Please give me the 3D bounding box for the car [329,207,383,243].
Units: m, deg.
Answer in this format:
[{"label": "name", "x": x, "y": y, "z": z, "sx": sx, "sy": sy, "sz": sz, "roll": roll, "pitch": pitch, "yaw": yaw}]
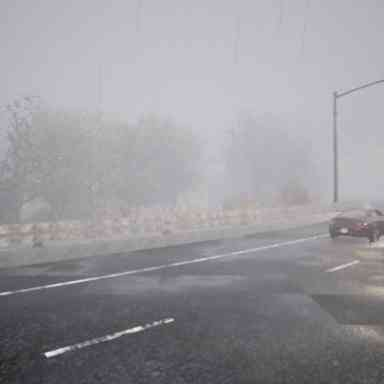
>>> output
[{"label": "car", "x": 8.007, "y": 1.427, "z": 15.533, "sx": 4.674, "sy": 1.442, "sz": 1.812, "roll": -1, "pitch": 0, "yaw": -45}]
